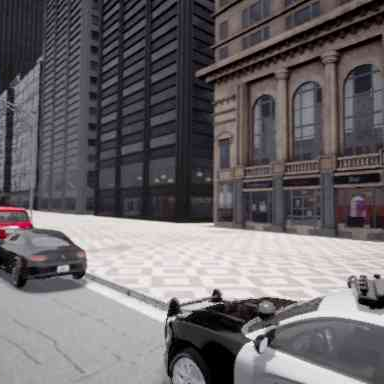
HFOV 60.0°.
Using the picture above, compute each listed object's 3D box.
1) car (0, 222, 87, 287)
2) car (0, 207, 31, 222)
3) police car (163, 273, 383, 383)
[{"bbox_3d":[-4.889,1.888,10.454,1.812,1.442,4.674,3,-3,-41],"label":"car"},{"bbox_3d":[-8.875,1.698,14.986,2.150,2.045,5.566,3,-3,-41],"label":"car"},{"bbox_3d":[1.657,1.600,3.044,1.930,1.638,5.238,3,-3,-41],"label":"police car"}]
